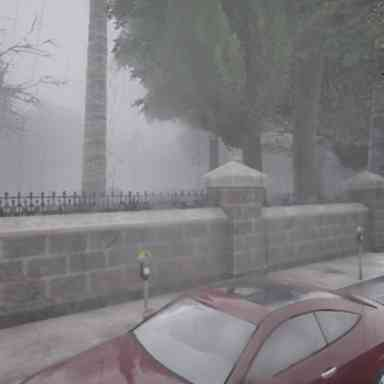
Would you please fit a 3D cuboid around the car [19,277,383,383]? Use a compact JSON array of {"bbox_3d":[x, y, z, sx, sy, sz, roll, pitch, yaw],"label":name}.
[{"bbox_3d":[0.431,1.581,3.122,4.206,1.307,1.802,0,0,-35],"label":"car"}]
